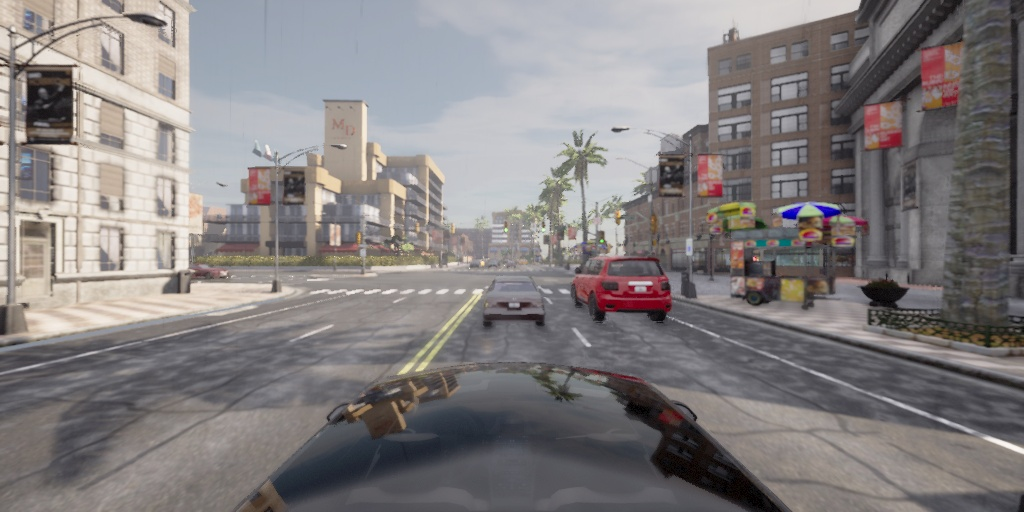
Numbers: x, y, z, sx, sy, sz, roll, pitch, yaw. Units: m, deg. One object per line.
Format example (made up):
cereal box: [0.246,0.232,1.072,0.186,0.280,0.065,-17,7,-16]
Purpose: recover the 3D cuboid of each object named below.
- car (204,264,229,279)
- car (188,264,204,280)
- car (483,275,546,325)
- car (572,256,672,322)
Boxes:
car: [-29.255,1.433,33.620,4.674,1.442,1.812,0,0,-1]
car: [-29.455,1.368,30.117,5.008,1.535,1.882,0,0,-1]
car: [0.054,1.347,11.957,2.033,1.411,5.357,0,0,0]
car: [3.558,1.023,12.599,2.150,2.045,5.566,0,0,0]
